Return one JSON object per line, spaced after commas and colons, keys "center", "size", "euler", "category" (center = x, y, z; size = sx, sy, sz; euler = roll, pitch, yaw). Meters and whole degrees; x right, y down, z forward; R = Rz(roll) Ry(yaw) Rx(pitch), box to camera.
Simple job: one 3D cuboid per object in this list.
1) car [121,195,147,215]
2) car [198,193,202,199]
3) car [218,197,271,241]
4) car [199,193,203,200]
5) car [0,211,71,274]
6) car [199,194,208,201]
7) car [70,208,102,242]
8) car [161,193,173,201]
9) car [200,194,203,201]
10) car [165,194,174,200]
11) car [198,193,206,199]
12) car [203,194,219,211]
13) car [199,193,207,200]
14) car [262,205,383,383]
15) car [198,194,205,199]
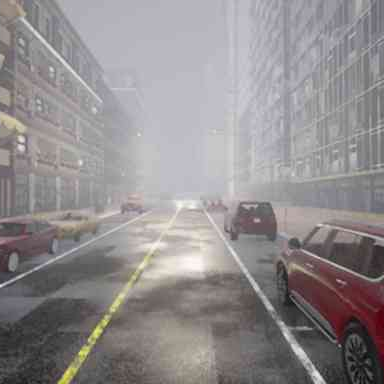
{"center": [-5.681, 1.199, 33.124], "size": [2.192, 1.841, 5.009], "euler": [1, 0, 0], "category": "car"}
{"center": [2.687, 1.299, 72.683], "size": [1.947, 1.339, 4.313], "euler": [1, 0, 0], "category": "car"}
{"center": [2.702, 1.260, 16.170], "size": [2.192, 1.841, 5.009], "euler": [1, 0, 0], "category": "car"}
{"center": [2.690, 1.366, 55.730], "size": [1.947, 1.339, 4.313], "euler": [1, 0, 0], "category": "car"}
{"center": [-5.681, 1.509, 10.520], "size": [1.887, 1.381, 4.507], "euler": [1, 0, 0], "category": "car"}
{"center": [2.687, 1.255, 78.334], "size": [1.887, 1.381, 4.507], "euler": [1, 0, 0], "category": "car"}
{"center": [-5.681, 1.471, 16.000], "size": [1.752, 1.417, 4.829], "euler": [1, 0, 0], "category": "car"}
{"center": [-5.689, 1.048, 72.683], "size": [2.192, 1.841, 5.009], "euler": [1, 0, 0], "category": "car"}
{"center": [2.691, 1.387, 50.079], "size": [1.947, 1.339, 4.313], "euler": [1, 0, 0], "category": "car"}
{"center": [-5.695, 1.253, 83.986], "size": [1.947, 1.339, 4.313], "euler": [1, 0, 0], "category": "car"}
{"center": [2.686, 1.105, 89.636], "size": [1.967, 1.590, 4.097], "euler": [1, 0, 0], "category": "car"}
{"center": [2.696, 1.303, 38.774], "size": [1.967, 1.590, 4.097], "euler": [1, 0, 0], "category": "car"}
{"center": [2.687, 1.128, 83.985], "size": [1.967, 1.590, 4.097], "euler": [1, 0, 0], "category": "car"}
{"center": [2.704, 1.299, 4.867], "size": [2.192, 1.841, 5.009], "euler": [1, 0, 0], "category": "car"}
{"center": [2.683, 1.193, 95.288], "size": [2.008, 1.369, 4.403], "euler": [1, 0, 0], "category": "car"}
